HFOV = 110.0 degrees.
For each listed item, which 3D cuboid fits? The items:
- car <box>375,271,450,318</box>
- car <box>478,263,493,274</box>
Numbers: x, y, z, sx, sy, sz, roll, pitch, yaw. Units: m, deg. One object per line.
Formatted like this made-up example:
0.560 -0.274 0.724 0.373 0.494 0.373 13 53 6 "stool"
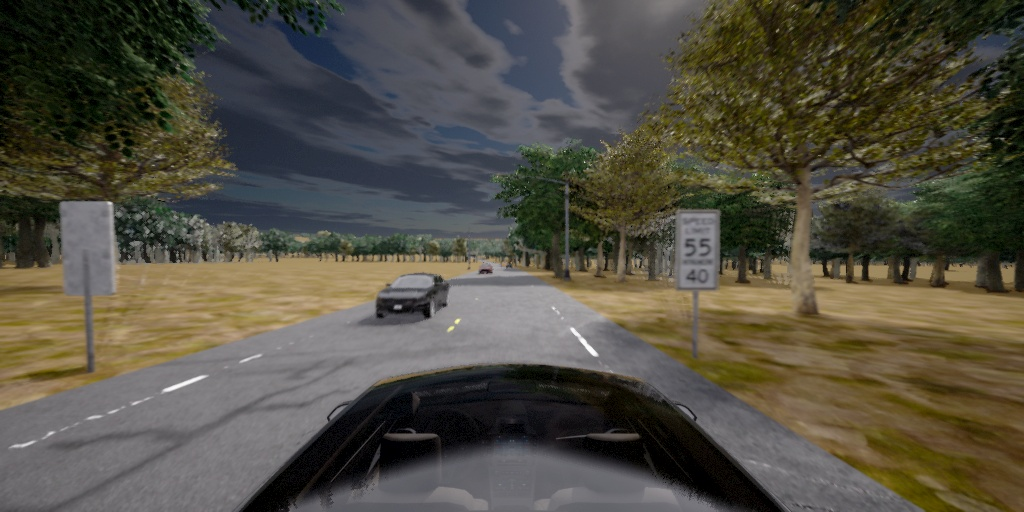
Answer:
-3.634 1.382 13.886 1.882 1.535 5.008 0 -1 0 "car"
-4.066 1.910 55.944 2.097 1.767 4.553 0 -1 0 "car"
